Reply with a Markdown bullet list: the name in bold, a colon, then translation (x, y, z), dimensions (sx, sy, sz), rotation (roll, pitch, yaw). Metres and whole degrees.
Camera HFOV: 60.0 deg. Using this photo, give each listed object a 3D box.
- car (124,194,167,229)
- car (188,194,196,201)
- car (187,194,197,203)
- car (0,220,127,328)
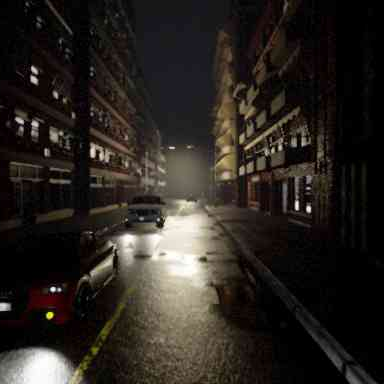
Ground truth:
- **car**: translation (-2.835, 1.134, 21.405), dimensions (2.150, 2.045, 5.566), rotation (0, 0, -1)
- **car**: translation (-0.038, 1.238, 73.361), dimensions (1.812, 1.442, 4.674), rotation (0, 0, 0)
- **car**: translation (-0.033, 1.345, 63.337), dimensions (1.994, 1.385, 4.181), rotation (0, 0, 0)
- **car**: translation (-2.845, 1.532, 6.981), dimensions (1.994, 1.385, 4.181), rotation (0, 0, 0)
